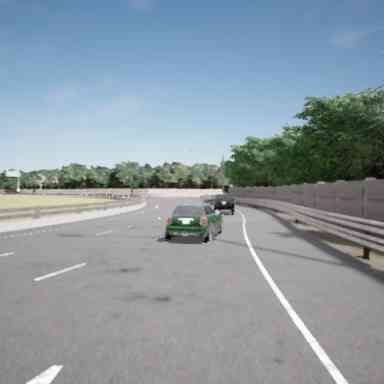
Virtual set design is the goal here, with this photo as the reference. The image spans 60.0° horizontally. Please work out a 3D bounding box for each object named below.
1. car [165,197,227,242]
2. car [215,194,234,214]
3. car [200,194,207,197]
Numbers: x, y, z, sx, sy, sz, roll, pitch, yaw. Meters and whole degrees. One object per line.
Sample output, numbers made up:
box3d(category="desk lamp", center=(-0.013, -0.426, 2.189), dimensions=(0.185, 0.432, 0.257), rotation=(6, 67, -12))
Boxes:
box3d(category="car", center=(0.236, 1.341, 16.648), dimensions=(2.097, 1.767, 4.553), rotation=(0, 0, 14))
box3d(category="car", center=(3.359, 1.220, 35.675), dimensions=(2.150, 2.045, 5.566), rotation=(1, 0, 4))
box3d(category="car", center=(2.757, 1.506, 57.240), dimensions=(1.812, 1.442, 4.674), rotation=(1, 0, -7))
